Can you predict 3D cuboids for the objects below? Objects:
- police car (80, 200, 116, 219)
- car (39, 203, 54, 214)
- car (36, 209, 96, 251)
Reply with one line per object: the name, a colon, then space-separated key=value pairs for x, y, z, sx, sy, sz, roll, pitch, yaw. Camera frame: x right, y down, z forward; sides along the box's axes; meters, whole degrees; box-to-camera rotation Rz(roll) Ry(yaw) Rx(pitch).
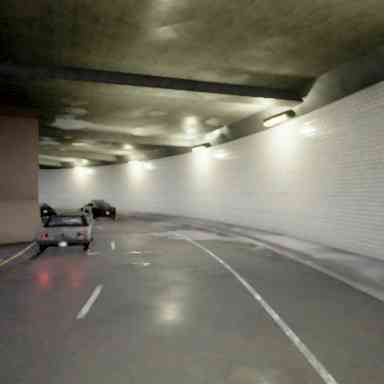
police car: x=-8.210 y=1.488 z=28.675 sx=1.930 sy=1.638 sz=5.238 roll=0 pitch=0 yaw=-35
car: x=-13.753 y=1.632 z=29.799 sx=1.994 sy=1.385 sz=4.181 roll=0 pitch=0 yaw=-40
car: x=-5.339 y=1.631 z=14.423 sx=1.895 sy=1.301 sz=4.718 roll=0 pitch=0 yaw=-15
